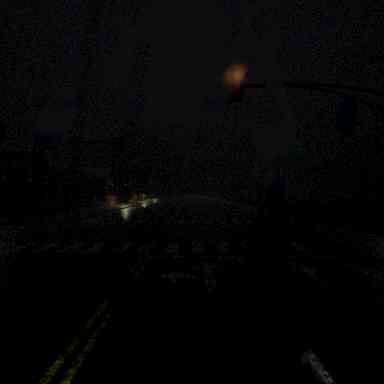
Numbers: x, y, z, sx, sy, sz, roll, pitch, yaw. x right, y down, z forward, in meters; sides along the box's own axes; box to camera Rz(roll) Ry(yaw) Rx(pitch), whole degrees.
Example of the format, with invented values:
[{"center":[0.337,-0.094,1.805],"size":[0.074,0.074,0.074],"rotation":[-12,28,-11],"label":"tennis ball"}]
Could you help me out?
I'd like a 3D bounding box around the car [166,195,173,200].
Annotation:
[{"center":[-6.442,1.483,95.301],"size":[2.033,1.411,5.357],"rotation":[0,0,0],"label":"car"}]
